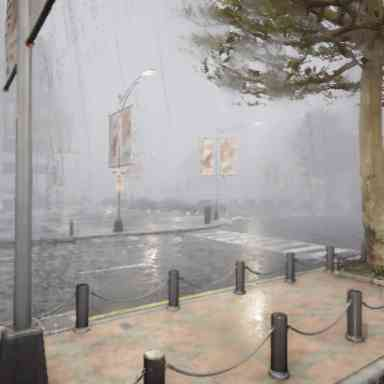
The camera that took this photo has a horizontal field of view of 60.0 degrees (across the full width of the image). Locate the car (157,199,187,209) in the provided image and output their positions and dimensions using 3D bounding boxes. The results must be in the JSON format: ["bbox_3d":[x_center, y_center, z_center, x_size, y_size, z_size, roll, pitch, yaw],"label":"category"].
[{"bbox_3d":[-3.151,1.754,50.787,2.033,1.411,5.357,1,0,-36],"label":"car"}]

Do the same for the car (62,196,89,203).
[{"bbox_3d":[-25.839,1.588,72.531,5.008,1.535,1.882,0,0,12],"label":"car"}]

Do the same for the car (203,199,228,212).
[{"bbox_3d":[2.506,1.711,42.850,1.837,1.490,4.892,1,0,-36],"label":"car"}]

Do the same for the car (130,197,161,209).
[{"bbox_3d":[-6.947,1.656,50.001,1.882,1.535,5.008,1,0,-37],"label":"car"}]

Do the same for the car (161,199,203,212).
[{"bbox_3d":[-1.339,1.727,42.246,2.033,1.411,5.357,1,0,-35],"label":"car"}]

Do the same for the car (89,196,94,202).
[{"bbox_3d":[-24.880,1.621,75.897,4.892,1.490,1.837,0,0,12],"label":"car"}]

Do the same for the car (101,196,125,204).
[{"bbox_3d":[-16.303,1.681,68.678,5.008,1.535,1.882,0,0,30],"label":"car"}]

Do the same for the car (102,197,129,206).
[{"bbox_3d":[-13.646,1.676,57.760,4.892,1.490,1.837,0,0,42],"label":"car"}]

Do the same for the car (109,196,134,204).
[{"bbox_3d":[-15.284,1.750,72.091,4.902,1.511,2.128,0,0,26],"label":"car"}]
